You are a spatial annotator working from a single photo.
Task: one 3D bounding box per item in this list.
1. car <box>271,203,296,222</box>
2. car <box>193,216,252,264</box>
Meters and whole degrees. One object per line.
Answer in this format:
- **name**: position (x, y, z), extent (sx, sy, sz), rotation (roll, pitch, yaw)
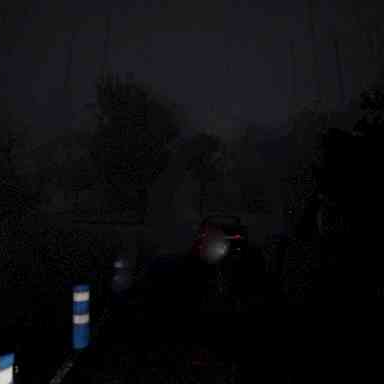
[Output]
- **car**: position (9.099, 1.921, 32.962), extent (2.097, 1.767, 4.553), rotation (-1, -1, 20)
- **car**: position (1.179, 1.636, 12.459), extent (2.128, 1.511, 4.902), rotation (0, -1, 8)
